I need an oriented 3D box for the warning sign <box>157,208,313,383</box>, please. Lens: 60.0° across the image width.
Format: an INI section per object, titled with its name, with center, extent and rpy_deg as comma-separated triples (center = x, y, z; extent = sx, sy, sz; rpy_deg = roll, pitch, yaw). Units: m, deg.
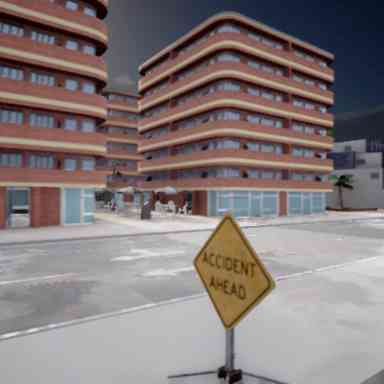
[warning sign]
center = 0.420, 1.141, 3.618
extent = 1.060, 1.860, 1.300
rpy_deg = 1, 0, -36
